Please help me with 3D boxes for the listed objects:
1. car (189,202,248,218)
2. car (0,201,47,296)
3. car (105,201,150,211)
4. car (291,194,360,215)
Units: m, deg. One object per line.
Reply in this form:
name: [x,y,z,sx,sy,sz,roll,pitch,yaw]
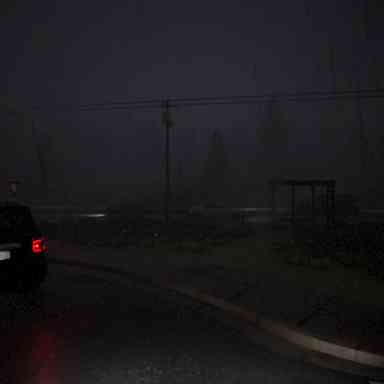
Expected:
car: [2.040,1.525,26.340,4.674,1.442,1.812,0,0,11]
car: [-5.493,1.222,7.531,5.566,2.045,2.150,0,0,38]
car: [-6.111,1.563,31.527,4.181,1.385,1.994,0,0,10]
car: [11.185,1.223,28.304,5.566,2.045,2.150,0,0,11]
